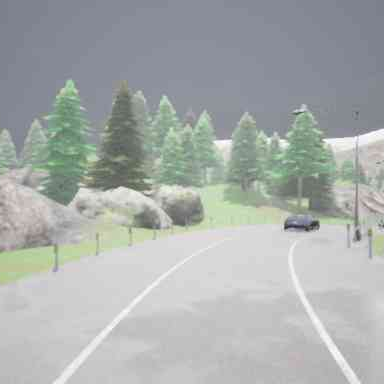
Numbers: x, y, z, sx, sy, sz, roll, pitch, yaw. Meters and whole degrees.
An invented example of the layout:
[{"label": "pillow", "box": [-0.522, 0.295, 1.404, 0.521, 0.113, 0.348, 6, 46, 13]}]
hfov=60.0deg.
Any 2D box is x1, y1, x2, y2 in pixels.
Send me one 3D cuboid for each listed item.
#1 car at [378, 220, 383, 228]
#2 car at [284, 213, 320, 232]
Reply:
[{"label": "car", "box": [25.741, 4.097, 42.222, 4.718, 1.301, 1.895, 5, -2, -31]}, {"label": "car", "box": [8.889, 2.375, 26.678, 1.994, 1.385, 4.181, 1, -3, 34]}]
